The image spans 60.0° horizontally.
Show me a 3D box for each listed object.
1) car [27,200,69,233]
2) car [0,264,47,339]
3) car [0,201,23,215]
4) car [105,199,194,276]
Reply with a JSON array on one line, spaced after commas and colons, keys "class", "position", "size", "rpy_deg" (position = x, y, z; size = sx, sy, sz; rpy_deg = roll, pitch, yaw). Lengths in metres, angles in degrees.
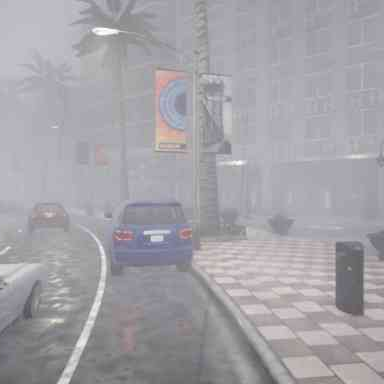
[{"class": "car", "position": [-8.814, 1.354, 20.234], "size": [2.097, 1.767, 4.553], "rpy_deg": [0, 0, -27]}, {"class": "car", "position": [-3.504, 1.601, 4.325], "size": [1.895, 1.301, 4.718], "rpy_deg": [0, 0, -7]}, {"class": "car", "position": [-19.024, 1.602, 33.899], "size": [4.718, 1.301, 1.895], "rpy_deg": [0, 0, 44]}, {"class": "car", "position": [-1.541, 1.222, 10.653], "size": [2.150, 2.045, 5.566], "rpy_deg": [0, 0, -15]}]
